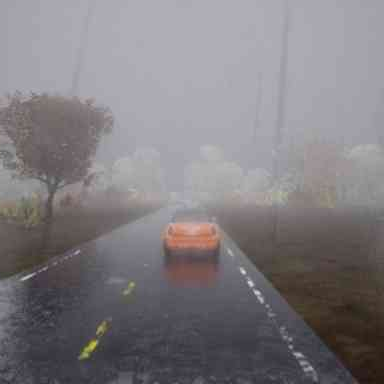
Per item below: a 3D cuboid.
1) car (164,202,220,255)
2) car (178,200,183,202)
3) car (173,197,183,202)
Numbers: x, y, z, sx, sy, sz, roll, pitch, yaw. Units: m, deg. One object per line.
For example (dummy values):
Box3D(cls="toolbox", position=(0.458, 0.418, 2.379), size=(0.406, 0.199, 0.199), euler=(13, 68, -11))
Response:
Box3D(cls="car", position=(0.000, 1.477, 14.066), size=(2.097, 1.767, 4.553), euler=(0, -1, 0))
Box3D(cls="car", position=(-0.002, 1.749, 29.284), size=(2.128, 1.511, 4.902), euler=(0, 0, 0))
Box3D(cls="car", position=(-3.015, 1.942, 71.821), size=(2.097, 1.767, 4.553), euler=(0, 0, 0))
